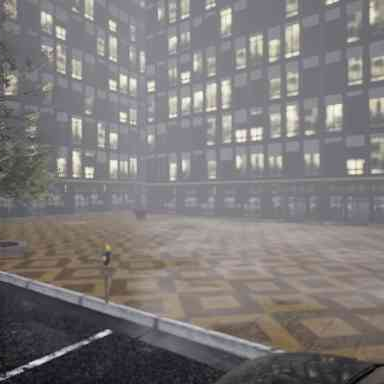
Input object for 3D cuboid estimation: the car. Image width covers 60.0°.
[{"bbox_3d":[1.919,1.550,1.471,4.403,1.369,2.008,0,0,35],"label":"car"}]
